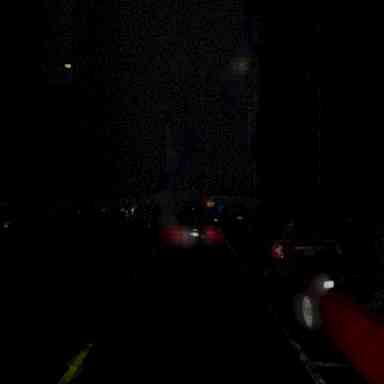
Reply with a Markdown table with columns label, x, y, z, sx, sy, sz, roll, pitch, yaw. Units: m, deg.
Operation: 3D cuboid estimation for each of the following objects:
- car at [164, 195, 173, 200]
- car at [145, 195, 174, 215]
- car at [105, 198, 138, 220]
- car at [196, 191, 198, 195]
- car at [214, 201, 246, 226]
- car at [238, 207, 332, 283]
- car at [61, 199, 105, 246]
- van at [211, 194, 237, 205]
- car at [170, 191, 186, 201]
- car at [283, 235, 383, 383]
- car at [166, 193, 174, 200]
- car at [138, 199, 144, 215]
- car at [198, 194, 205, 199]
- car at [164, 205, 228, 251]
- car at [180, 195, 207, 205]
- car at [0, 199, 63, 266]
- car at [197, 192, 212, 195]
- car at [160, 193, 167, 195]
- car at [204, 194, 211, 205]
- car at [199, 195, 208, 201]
| label | x | y | z | sx | sy | sz | roll | pitch | yaw |
| --- | --- | --- | --- | --- | --- | --- | --- | --- | --- |
| car | -5.853 | 1.342 | 82.824 | 1.802 | 1.307 | 4.206 | 0 | 0 | 0 |
| car | -3.097 | 1.359 | 32.029 | 1.882 | 1.535 | 5.008 | 0 | 0 | 0 |
| car | -5.857 | 1.338 | 26.426 | 1.967 | 1.590 | 4.097 | 0 | 0 | 0 |
| car | 2.673 | 1.179 | 88.439 | 1.967 | 1.590 | 4.097 | 0 | 0 | 0 |
| car | 2.668 | 1.482 | 20.771 | 1.947 | 1.339 | 4.313 | 0 | 0 | 0 |
| car | 2.668 | 1.400 | 9.492 | 1.967 | 1.590 | 4.097 | 0 | 0 | 0 |
| car | -5.857 | 1.252 | 15.145 | 2.192 | 1.841 | 5.009 | 0 | 0 | 0 |
| van | 2.667 | 1.239 | 26.409 | 1.690 | 1.788 | 3.998 | 0 | 0 | 0 |
| car | -2.995 | 0.915 | 72.538 | 2.150 | 2.045 | 5.566 | 0 | 0 | 0 |
| car | 2.667 | 1.528 | 3.854 | 1.887 | 1.381 | 4.507 | 0 | 0 | 0 |
| car | -5.853 | 1.179 | 88.465 | 1.967 | 1.590 | 4.097 | 0 | 0 | 0 |
| car | -5.857 | 1.322 | 32.064 | 1.967 | 1.590 | 4.097 | 0 | 0 | 0 |
| car | 2.674 | 1.299 | 94.080 | 1.802 | 1.307 | 4.206 | 0 | 0 | 0 |
| car | 0.095 | 1.490 | 13.801 | 2.033 | 1.411 | 5.357 | 0 | 0 | 0 |
| car | 0.100 | 1.369 | 33.683 | 2.128 | 1.511 | 4.902 | 0 | 0 | 0 |
| car | -5.858 | 1.275 | 9.507 | 2.192 | 1.841 | 5.009 | 0 | 0 | 0 |
| car | 2.397 | 1.069 | 54.098 | 2.150 | 2.045 | 5.566 | 0 | 0 | 0 |
| car | -5.856 | 1.353 | 60.093 | 1.752 | 1.417 | 4.829 | 0 | 0 | 0 |
| car | 2.670 | 1.384 | 43.534 | 1.752 | 1.417 | 4.829 | 0 | 0 | 1 |
| car | 2.672 | 1.331 | 77.162 | 2.008 | 1.369 | 4.403 | 0 | 0 | 0 |
